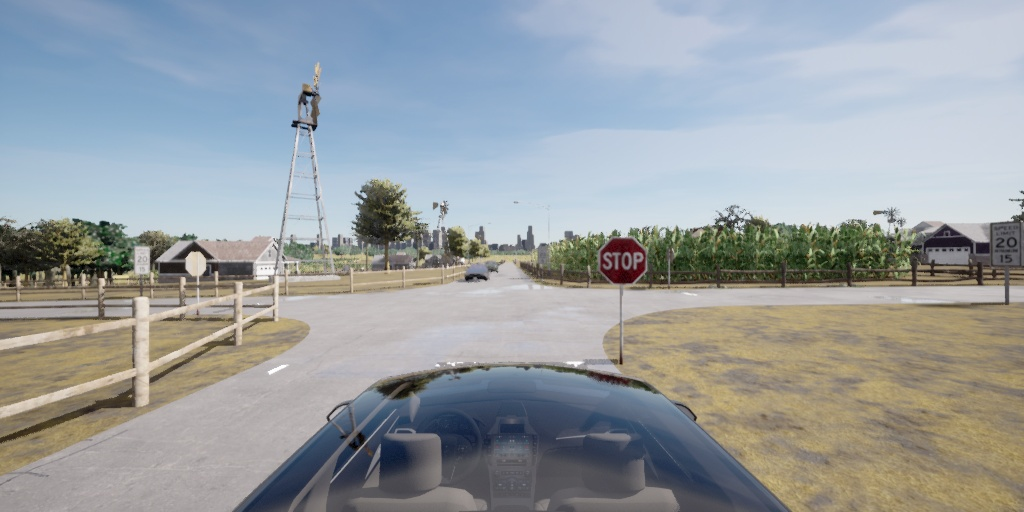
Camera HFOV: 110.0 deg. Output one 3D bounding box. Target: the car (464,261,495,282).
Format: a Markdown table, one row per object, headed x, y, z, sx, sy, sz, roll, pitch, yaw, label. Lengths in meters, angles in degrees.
| x | y | z | sx | sy | sz | roll | pitch | yaw | label |
| --- | --- | --- | --- | --- | --- | --- | --- | --- | --- |
| -2.855 | 1.401 | 30.522 | 2.033 | 1.411 | 5.357 | 0 | 0 | 0 | car |

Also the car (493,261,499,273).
| x | y | z | sx | sy | sz | roll | pitch | yaw | label |
| --- | --- | --- | --- | --- | --- | --- | --- | --- | --- |
| -2.923 | 1.407 | 49.076 | 2.097 | 1.767 | 4.553 | 0 | -1 | 0 | car |
